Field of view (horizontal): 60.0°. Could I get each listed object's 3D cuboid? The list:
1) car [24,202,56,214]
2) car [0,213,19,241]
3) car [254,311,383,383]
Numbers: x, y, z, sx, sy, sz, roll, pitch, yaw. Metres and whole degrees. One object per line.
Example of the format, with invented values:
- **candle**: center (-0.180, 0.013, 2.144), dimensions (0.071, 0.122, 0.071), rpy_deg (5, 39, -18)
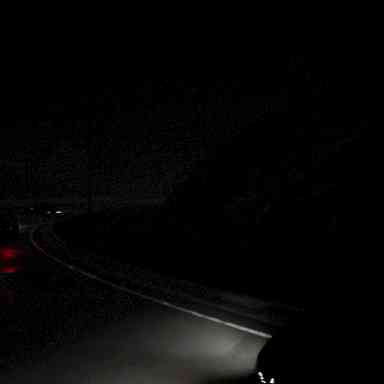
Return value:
- **car**: center (-17.453, 1.802, 38.440), dimensions (1.994, 1.385, 4.181), rpy_deg (0, 0, 3)
- **car**: center (-9.870, 1.713, 16.885), dimensions (1.895, 1.301, 4.718), rpy_deg (0, 0, -27)
- **car**: center (2.790, 1.505, 2.133), dimensions (4.892, 1.490, 1.837), rpy_deg (-1, 0, 35)
